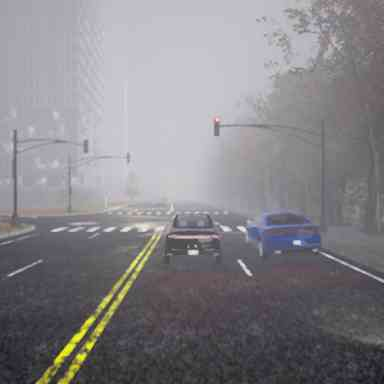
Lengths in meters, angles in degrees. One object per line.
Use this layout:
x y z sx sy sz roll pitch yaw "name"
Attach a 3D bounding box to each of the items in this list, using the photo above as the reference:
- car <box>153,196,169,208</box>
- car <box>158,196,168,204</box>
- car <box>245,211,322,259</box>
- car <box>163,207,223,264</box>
-4.649 1.587 48.975 2.033 1.411 5.357 0 0 -3 "car"
-5.540 1.537 64.570 1.882 1.535 5.008 0 0 -3 "car"
3.225 1.447 12.607 1.882 1.535 5.008 -3 -1 1 "car"
0.004 1.498 11.859 2.128 1.511 4.902 0 0 -1 "car"
